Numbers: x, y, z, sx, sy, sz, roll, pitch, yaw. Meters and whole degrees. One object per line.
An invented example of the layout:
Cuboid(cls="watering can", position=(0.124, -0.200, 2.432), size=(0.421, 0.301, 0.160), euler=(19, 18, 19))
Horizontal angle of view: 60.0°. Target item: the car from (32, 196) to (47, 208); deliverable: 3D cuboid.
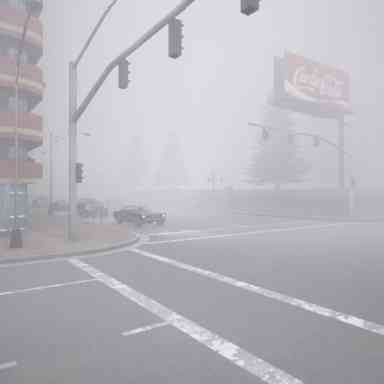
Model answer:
Cuboid(cls="car", position=(-21.189, 1.359, 47.126), size=(2.097, 1.767, 4.553), euler=(0, 0, -36))

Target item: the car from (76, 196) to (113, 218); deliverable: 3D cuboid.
Cuboid(cls="car", position=(-9.479, 1.359, 30.879), size=(2.097, 1.767, 4.553), euler=(0, 0, -36))

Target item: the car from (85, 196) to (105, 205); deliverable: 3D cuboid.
Cuboid(cls="car", position=(-17.667, 1.539, 60.420), size=(1.812, 1.442, 4.674), euler=(0, 0, -37))

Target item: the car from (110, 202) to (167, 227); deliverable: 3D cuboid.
Cuboid(cls="car", position=(-3.665, 1.608, 22.848), size=(1.895, 1.301, 4.718), euler=(0, 0, -36))

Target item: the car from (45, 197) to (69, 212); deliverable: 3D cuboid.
Cuboid(cls="car", position=(-15.283, 1.571, 38.901), size=(1.994, 1.385, 4.181), euler=(0, 0, -36))

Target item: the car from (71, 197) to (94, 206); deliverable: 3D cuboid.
Cuboid(cls="car", position=(-18.287, 1.559, 55.320), size=(2.033, 1.411, 5.357), euler=(0, 0, -36))

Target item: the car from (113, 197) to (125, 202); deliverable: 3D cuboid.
Cuboid(cls="car", position=(-12.318, 1.519, 53.040), size=(1.837, 1.490, 4.892), euler=(0, 0, -36))
